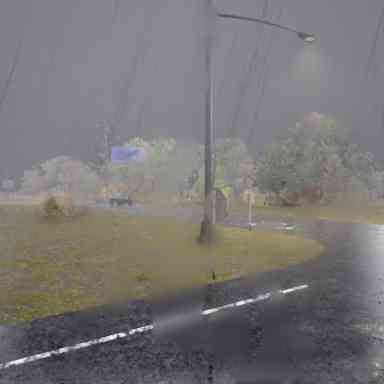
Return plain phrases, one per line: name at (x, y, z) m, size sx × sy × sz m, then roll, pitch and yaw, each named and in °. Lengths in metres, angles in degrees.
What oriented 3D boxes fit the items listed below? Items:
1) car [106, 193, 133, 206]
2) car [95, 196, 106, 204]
car at (-11.503, 1.140, 53.783) m, size 2.150 × 2.045 × 5.566 m, roll 0°, pitch 0°, yaw -33°
car at (-16.289, 1.395, 60.916) m, size 2.128 × 1.511 × 4.902 m, roll 0°, pitch 0°, yaw -34°
